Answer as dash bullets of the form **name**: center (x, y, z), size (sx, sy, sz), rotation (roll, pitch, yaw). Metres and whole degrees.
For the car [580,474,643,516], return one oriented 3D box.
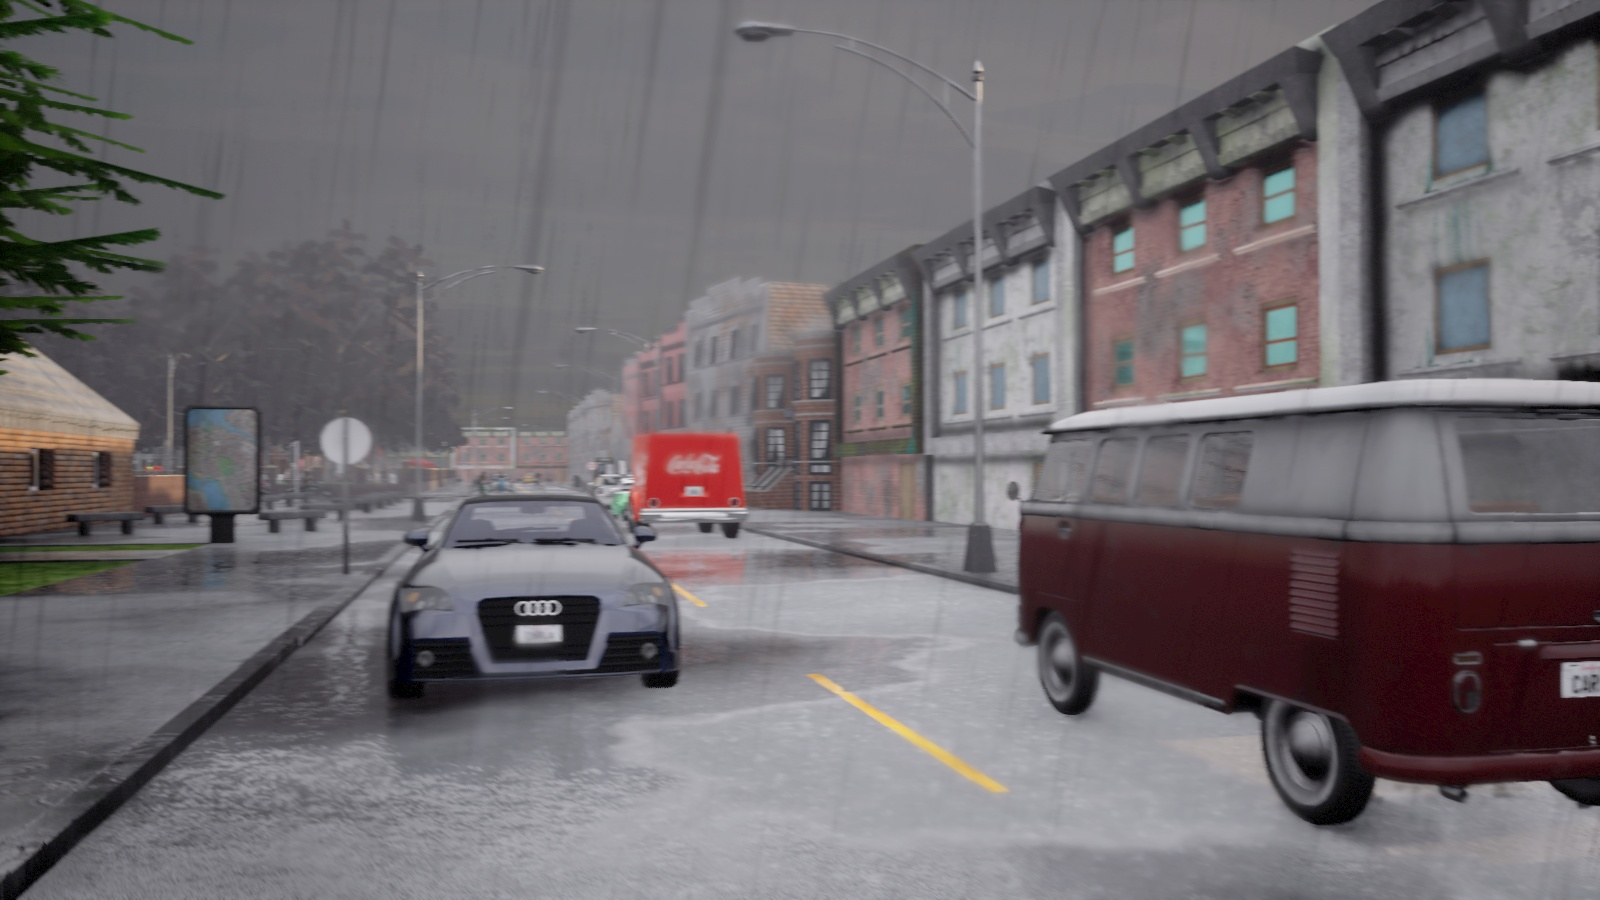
- **car**: center (-7.147, 1.668, 47.298), size (1.970, 1.475, 3.806), rotation (0, -1, -14)

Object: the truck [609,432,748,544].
- **truck**: center (-3.094, 0.888, 30.699), size (2.627, 2.467, 5.204), rotation (0, -1, -14)

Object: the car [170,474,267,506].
- **car**: center (-32.296, 2.191, 69.894), size (4.611, 1.667, 2.242), rotation (0, -1, -16)

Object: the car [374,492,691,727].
- **car**: center (-2.192, 1.075, 10.137), size (1.994, 1.385, 4.181), rotation (0, -1, -14)

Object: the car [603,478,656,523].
- **car**: center (-5.544, 1.628, 40.756), size (1.481, 1.376, 2.207), rotation (0, -1, -14)

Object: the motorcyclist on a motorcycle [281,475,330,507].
- **motorcyclist on a motorcycle**: center (-26.400, 2.189, 67.100), size (2.350, 1.649, 0.766), rotation (0, -1, -14)

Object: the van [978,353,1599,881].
- **van**: center (2.666, 0.662, 7.098), size (1.775, 1.987, 4.442), rotation (0, -1, -13)
